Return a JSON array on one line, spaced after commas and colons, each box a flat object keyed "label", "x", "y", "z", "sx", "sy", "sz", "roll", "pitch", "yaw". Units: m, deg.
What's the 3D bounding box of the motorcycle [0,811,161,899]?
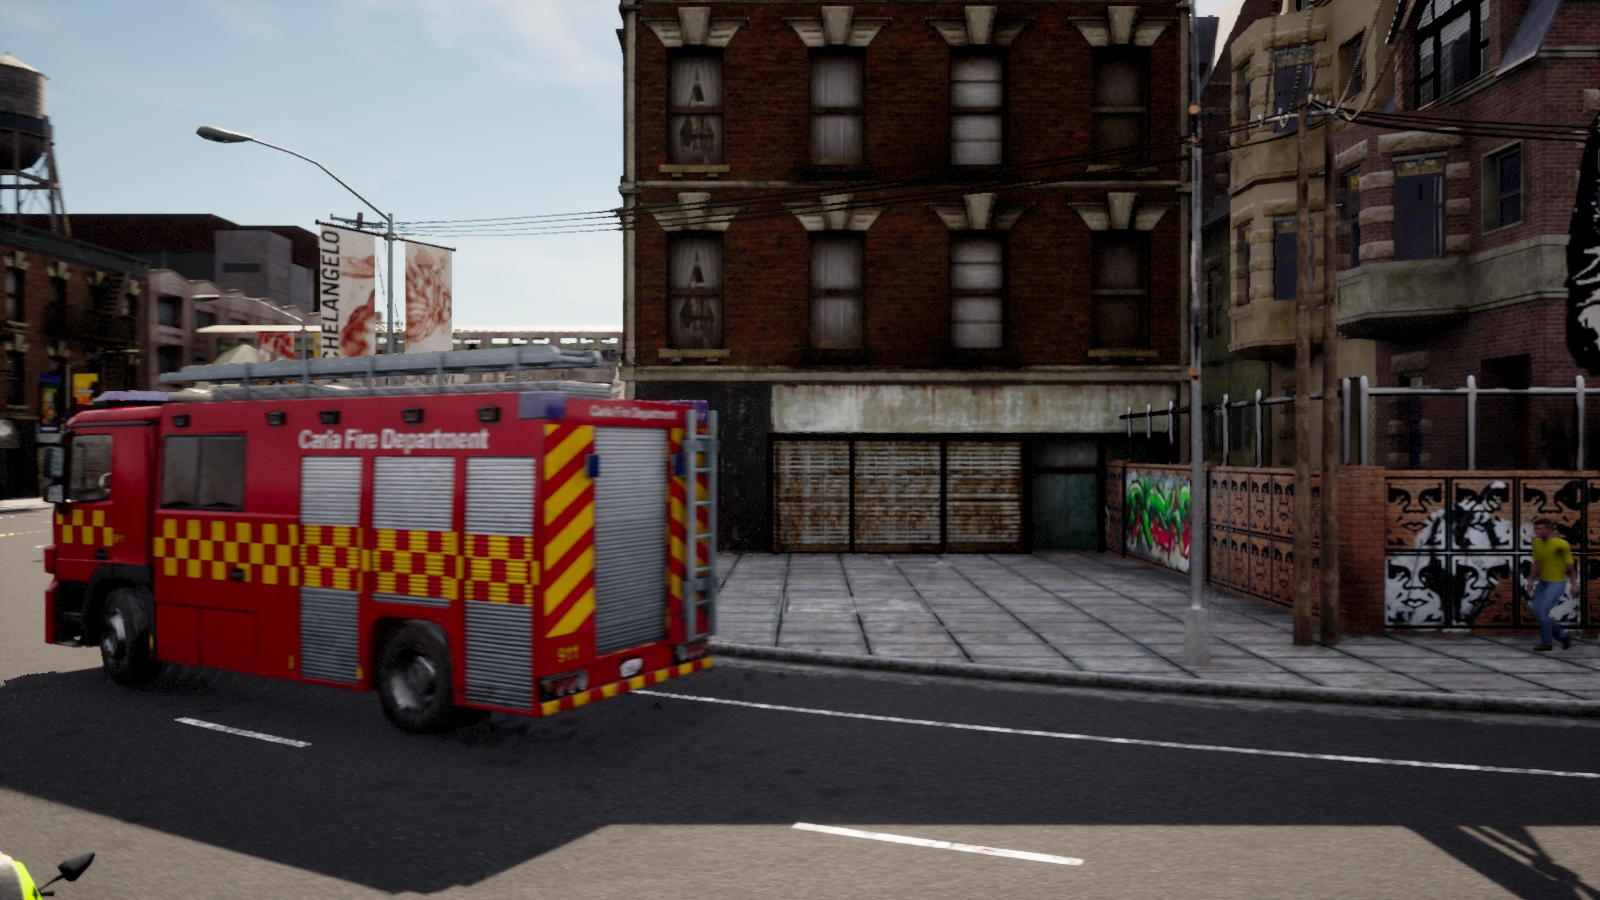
[{"label": "motorcycle", "x": -3.726, "y": 2.217, "z": 4.802, "sx": 2.033, "sy": 1.145, "sz": 0.803, "roll": 0, "pitch": 0, "yaw": 27}]

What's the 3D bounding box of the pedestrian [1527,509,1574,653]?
[{"label": "pedestrian", "x": 9.938, "y": 1.717, "z": 15.133, "sx": 0.375, "sy": 1.860, "sz": 0.375, "roll": 0, "pitch": 0, "yaw": -6}]

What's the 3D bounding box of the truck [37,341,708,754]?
[{"label": "truck", "x": -5.453, "y": 0.904, "z": 13.925, "sx": 8.468, "sy": 3.827, "sz": 2.891, "roll": 0, "pitch": 0, "yaw": 29}]
